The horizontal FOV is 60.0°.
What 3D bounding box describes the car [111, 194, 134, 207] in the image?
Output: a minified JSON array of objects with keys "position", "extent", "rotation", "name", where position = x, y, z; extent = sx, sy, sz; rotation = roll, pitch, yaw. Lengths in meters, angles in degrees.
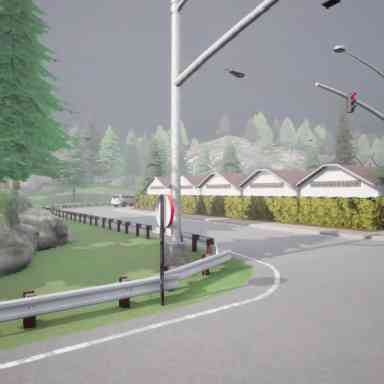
[{"position":[-10.501,1.398,53.881],"extent":[2.150,2.045,5.566],"rotation":[0,0,36],"name":"car"}]
